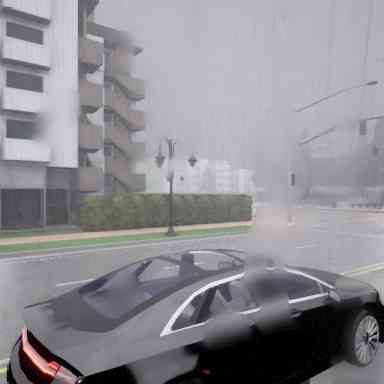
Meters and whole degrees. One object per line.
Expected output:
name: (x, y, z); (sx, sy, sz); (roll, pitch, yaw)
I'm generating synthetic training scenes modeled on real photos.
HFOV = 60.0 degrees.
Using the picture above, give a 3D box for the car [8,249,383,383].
car: (0.520, 1.492, 4.128); (4.902, 1.511, 2.128); (0, 0, -35)
